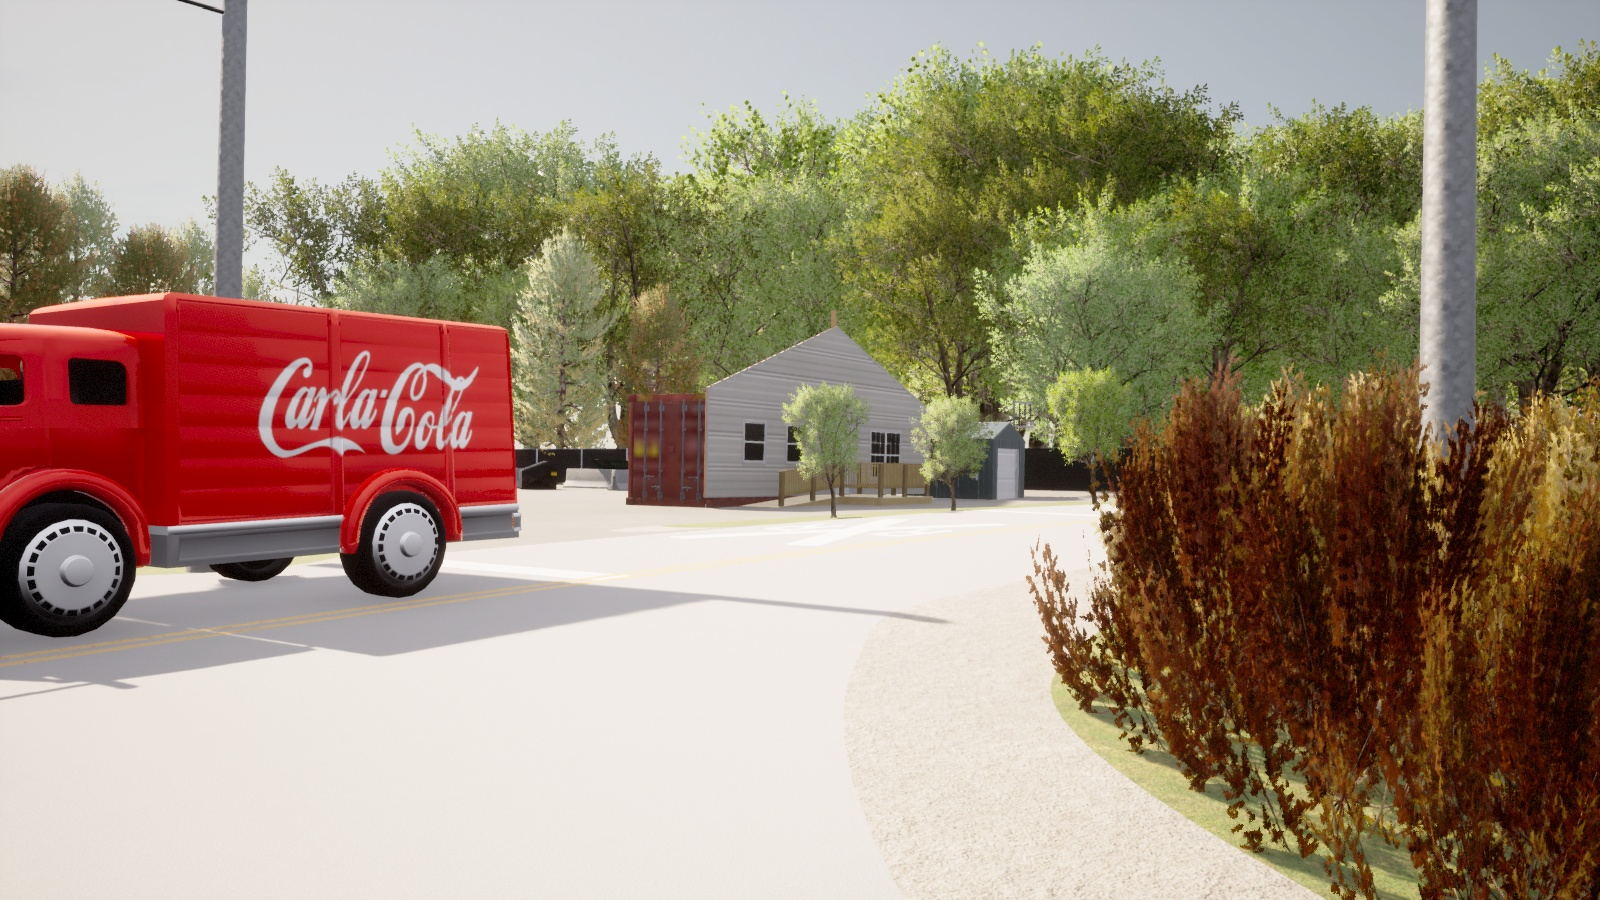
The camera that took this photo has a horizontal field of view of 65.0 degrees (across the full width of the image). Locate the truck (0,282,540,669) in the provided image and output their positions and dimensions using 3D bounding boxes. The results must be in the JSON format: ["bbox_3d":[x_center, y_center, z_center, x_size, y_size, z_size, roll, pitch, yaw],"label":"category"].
[{"bbox_3d":[-5.028,0.128,10.451,2.627,2.467,5.204,-1,1,34],"label":"truck"}]
